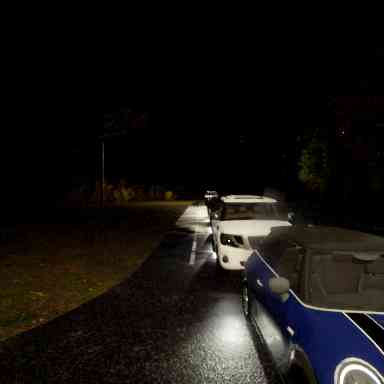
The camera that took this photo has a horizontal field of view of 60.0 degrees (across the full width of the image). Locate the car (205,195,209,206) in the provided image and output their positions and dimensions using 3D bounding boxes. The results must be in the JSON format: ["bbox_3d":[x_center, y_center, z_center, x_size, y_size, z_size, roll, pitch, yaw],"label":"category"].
[{"bbox_3d":[2.326,1.321,29.287,1.882,1.535,5.008,0,0,2],"label":"car"}]

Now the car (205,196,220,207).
[{"bbox_3d":[2.937,1.314,47.946,1.994,1.385,4.181,0,0,3],"label":"car"}]

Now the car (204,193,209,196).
[{"bbox_3d":[2.709,1.274,41.539,2.128,1.511,4.902,0,0,2],"label":"car"}]

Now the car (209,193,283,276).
[{"bbox_3d":[1.772,1.160,10.449,2.150,2.045,5.566,0,0,1],"label":"car"}]

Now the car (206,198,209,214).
[{"bbox_3d":[2.139,1.380,23.034,1.837,1.490,4.892,0,0,2],"label":"car"}]

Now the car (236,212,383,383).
[{"bbox_3d":[1.943,1.338,4.101,2.097,1.767,4.553,0,0,0],"label":"car"}]

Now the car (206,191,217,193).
[{"bbox_3d":[3.166,0.938,54.378,2.150,2.045,5.566,0,0,3],"label":"car"}]

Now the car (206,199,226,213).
[{"bbox_3d":[2.511,1.414,35.374,1.895,1.301,4.718,0,0,2],"label":"car"}]

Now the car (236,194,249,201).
[{"bbox_3d":[10.569,1.178,70.371,2.033,1.411,5.357,0,0,2],"label":"car"}]
